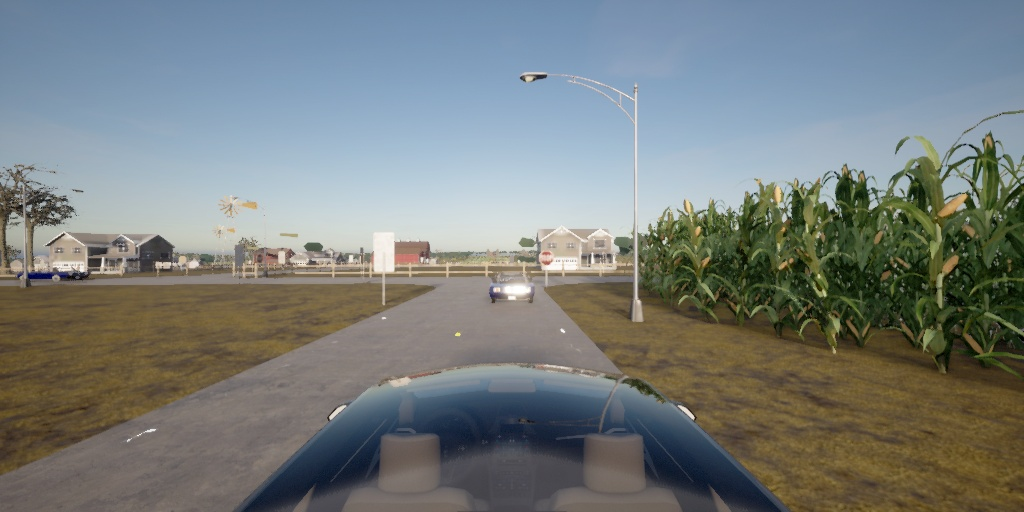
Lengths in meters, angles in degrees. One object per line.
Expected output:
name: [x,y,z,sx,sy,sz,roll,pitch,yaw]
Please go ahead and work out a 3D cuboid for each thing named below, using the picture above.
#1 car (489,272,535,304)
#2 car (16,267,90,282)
car: [0.000,1.387,16.532,1.895,1.301,4.718,0,0,0]
car: [-41.889,1.688,32.759,4.718,1.301,1.895,-1,0,0]
